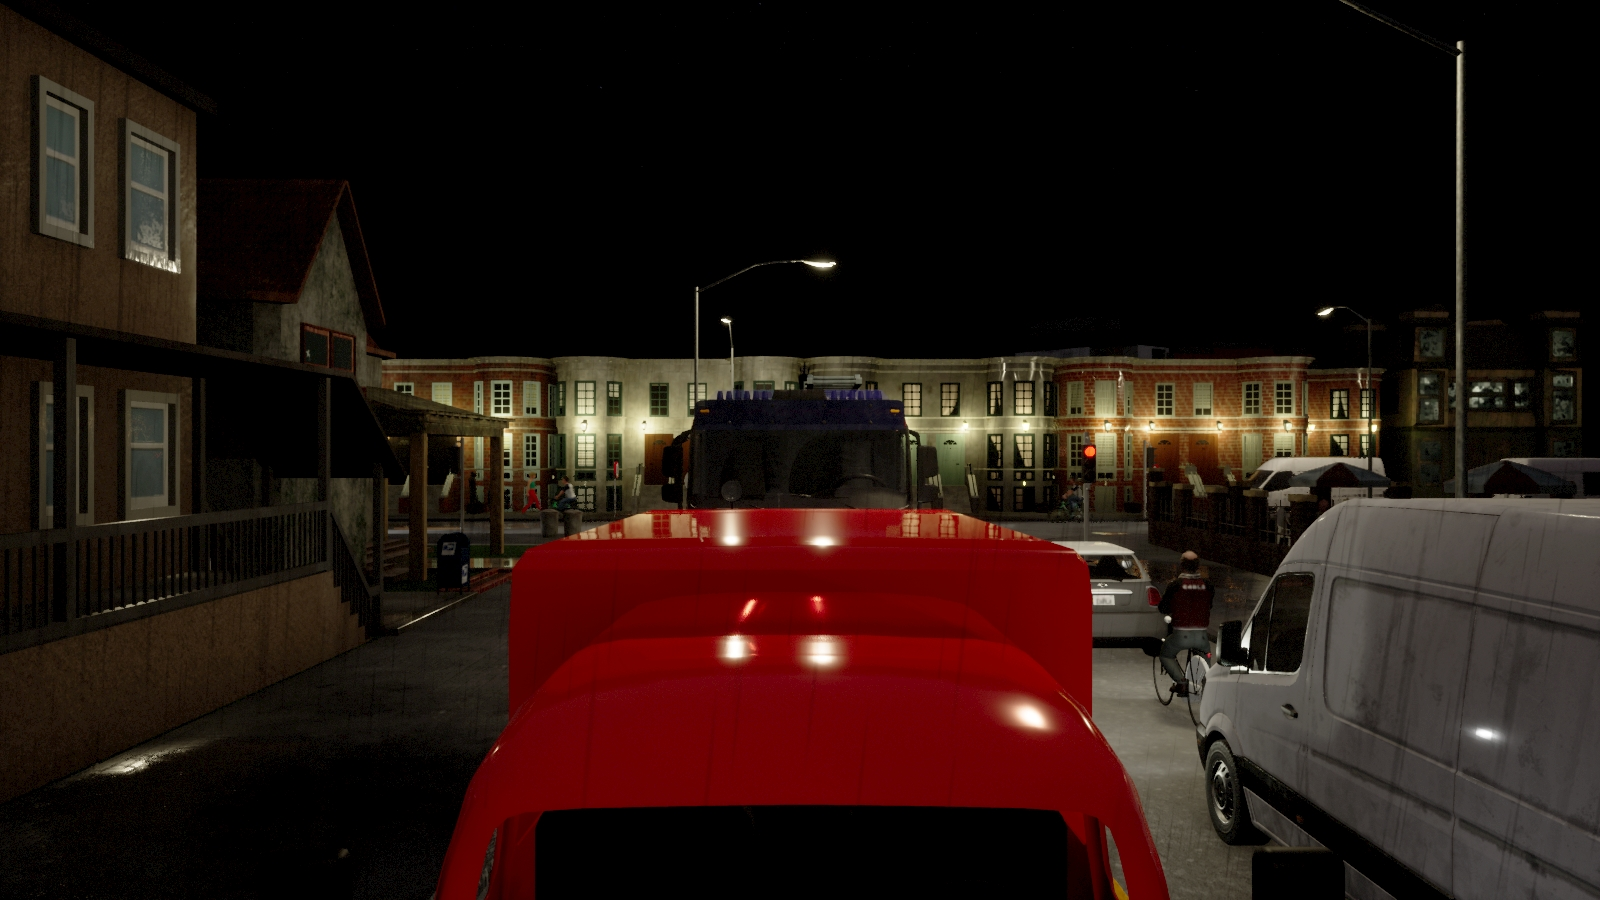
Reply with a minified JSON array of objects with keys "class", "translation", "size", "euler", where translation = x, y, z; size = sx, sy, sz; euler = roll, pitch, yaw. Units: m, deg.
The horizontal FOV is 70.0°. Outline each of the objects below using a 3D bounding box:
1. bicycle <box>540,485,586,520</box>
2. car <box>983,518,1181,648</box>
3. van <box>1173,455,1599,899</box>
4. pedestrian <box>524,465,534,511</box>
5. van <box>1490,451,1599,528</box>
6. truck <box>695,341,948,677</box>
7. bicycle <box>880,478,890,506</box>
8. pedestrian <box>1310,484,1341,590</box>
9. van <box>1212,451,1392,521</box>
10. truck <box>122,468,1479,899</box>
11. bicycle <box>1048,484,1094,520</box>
[{"class":"bicycle","translation":[-8.910,1.954,42.963],"size":[1.643,1.296,0.373],"euler":[0,0,1]},{"class":"car","translation":[3.996,1.852,16.834],"size":[1.970,1.475,3.806],"euler":[0,0,0]},{"class":"van","translation":[4.008,1.318,6.281],"size":[1.988,2.561,5.915],"euler":[0,0,0]},{"class":"pedestrian","translation":[-11.080,1.545,46.723],"size":[0.375,1.860,0.375],"euler":[0,0,-9]},{"class":"van","translation":[27.184,1.331,39.086],"size":[5.915,2.561,1.988],"euler":[0,0,0]},{"class":"truck","translation":[0.275,0.678,17.256],"size":[2.891,3.827,8.468],"euler":[0,0,0]},{"class":"bicycle","translation":[4.005,1.963,53.762],"size":[0.329,1.271,1.835],"euler":[0,0,0]},{"class":"pedestrian","translation":[9.361,1.534,20.366],"size":[0.375,1.860,0.375],"euler":[0,0,0]},{"class":"van","translation":[18.822,1.333,43.037],"size":[5.915,2.561,1.988],"euler":[0,0,0]},{"class":"truck","translation":[-0.002,1.351,4.813],"size":[2.627,2.467,5.204],"euler":[0,0,0]},{"class":"bicycle","translation":[10.191,1.954,42.987],"size":[1.643,1.296,0.373],"euler":[0,0,-2]}]
